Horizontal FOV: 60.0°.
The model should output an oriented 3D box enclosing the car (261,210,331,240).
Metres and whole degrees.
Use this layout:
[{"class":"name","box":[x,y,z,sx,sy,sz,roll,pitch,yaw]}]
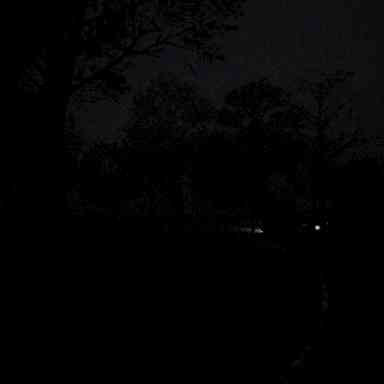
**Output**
[{"class":"car","box":[5.421,1.672,17.825,1.994,1.385,4.181,0,0,-17]}]
